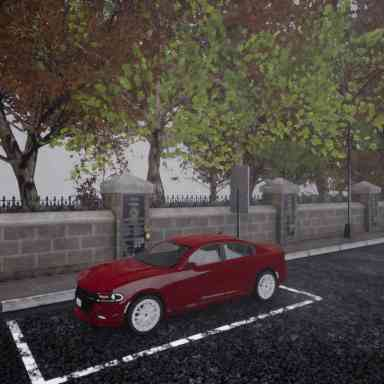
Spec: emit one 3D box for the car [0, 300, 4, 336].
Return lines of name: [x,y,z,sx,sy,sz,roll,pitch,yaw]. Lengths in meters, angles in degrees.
car: [-4.490,1.551,3.449,4.403,1.369,2.008,0,0,-36]

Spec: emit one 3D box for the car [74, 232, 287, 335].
car: [-0.012,1.545,6.711,4.507,1.381,1.887,0,0,-36]
